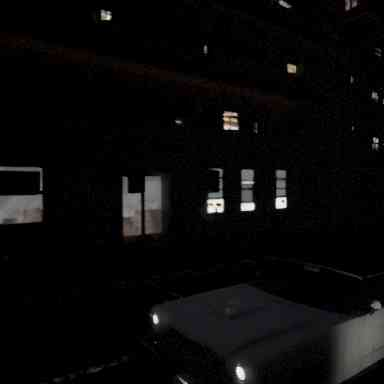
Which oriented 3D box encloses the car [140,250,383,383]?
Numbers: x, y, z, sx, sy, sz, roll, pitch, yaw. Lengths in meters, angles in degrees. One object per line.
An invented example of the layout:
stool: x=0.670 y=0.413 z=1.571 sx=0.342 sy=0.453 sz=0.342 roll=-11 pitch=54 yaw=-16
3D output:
car: x=1.733 y=1.594 z=4.608 sx=4.718 sy=1.301 sz=1.895 roll=0 pitch=0 yaw=-35
